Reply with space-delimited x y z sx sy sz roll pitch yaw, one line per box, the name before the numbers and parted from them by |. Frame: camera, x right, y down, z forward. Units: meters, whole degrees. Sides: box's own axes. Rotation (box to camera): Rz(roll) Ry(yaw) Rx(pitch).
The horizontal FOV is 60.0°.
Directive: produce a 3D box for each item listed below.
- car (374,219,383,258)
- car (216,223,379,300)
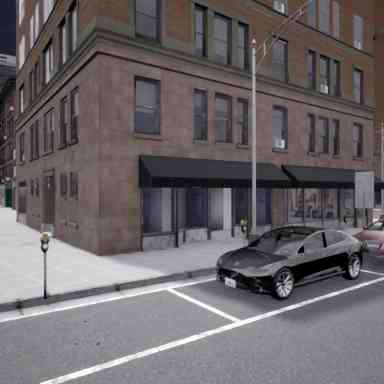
car | 7.073 1.582 11.569 4.206 1.307 1.802 0 0 -35
car | 2.592 1.565 8.378 4.313 1.339 1.947 0 0 -35
